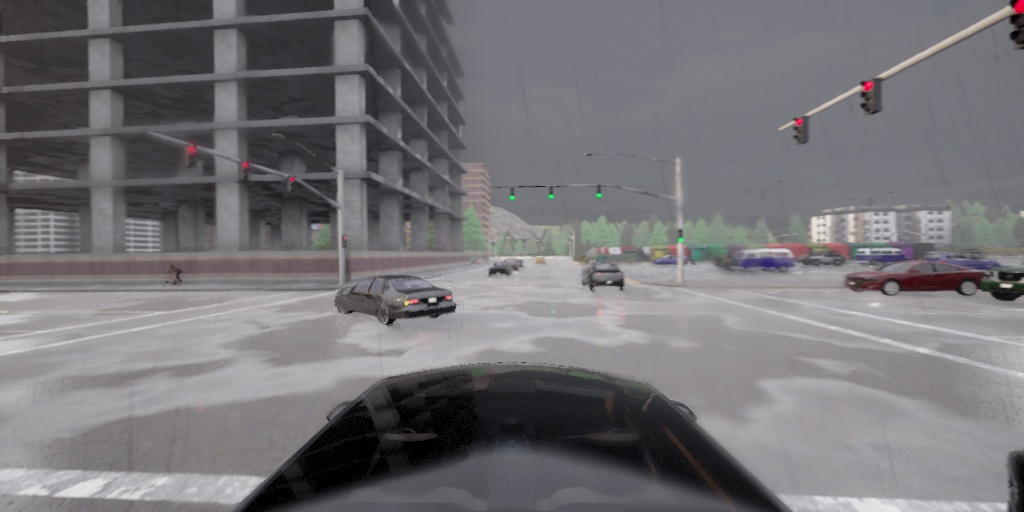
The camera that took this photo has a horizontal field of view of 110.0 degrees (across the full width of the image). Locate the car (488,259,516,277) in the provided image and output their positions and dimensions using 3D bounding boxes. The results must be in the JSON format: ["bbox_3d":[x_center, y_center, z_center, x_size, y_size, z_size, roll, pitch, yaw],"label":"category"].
[{"bbox_3d":[-1.041,1.225,33.767,1.895,1.301,4.718,-1,0,5],"label":"car"}]

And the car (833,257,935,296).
[{"bbox_3d":[18.345,0.969,16.518,5.008,1.535,1.882,-1,0,5],"label":"car"}]

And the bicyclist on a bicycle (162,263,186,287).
[{"bbox_3d":[-23.522,1.316,24.970,0.582,1.620,1.656,-1,1,5],"label":"bicyclist on a bicycle"}]

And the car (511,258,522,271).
[{"bbox_3d":[-0.176,1.048,43.897,1.882,1.535,5.008,-1,0,5],"label":"car"}]

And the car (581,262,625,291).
[{"bbox_3d":[5.098,1.107,20.533,2.128,1.511,4.902,-1,0,4],"label":"car"}]

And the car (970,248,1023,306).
[{"bbox_3d":[20.717,0.696,12.797,5.566,2.045,2.150,-1,0,5],"label":"car"}]

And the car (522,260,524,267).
[{"bbox_3d":[0.745,1.008,54.080,2.128,1.511,4.902,-1,0,5],"label":"car"}]

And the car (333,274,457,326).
[{"bbox_3d":[-4.090,1.326,11.983,5.357,1.411,2.033,-1,0,44],"label":"car"}]
